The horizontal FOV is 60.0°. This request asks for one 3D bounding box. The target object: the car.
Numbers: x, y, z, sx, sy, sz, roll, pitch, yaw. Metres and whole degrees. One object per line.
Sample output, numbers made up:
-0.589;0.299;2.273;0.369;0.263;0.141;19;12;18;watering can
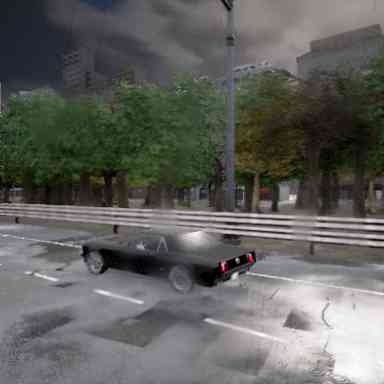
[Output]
-0.845;1.602;8.769;4.718;1.301;1.895;0;0;36;car
